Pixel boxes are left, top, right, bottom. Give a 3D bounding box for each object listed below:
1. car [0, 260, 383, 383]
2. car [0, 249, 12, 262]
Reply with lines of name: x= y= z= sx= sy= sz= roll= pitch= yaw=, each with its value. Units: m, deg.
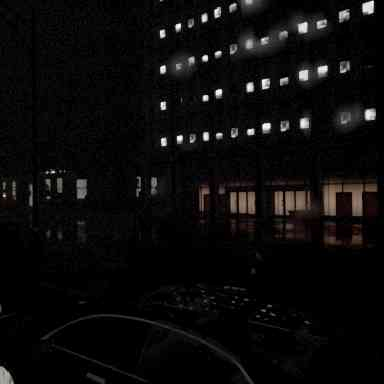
car: x=-0.221 y=1.551 z=3.042 sx=4.403 sy=1.369 sz=2.008 roll=0 pitch=-1 yaw=35
car: x=-4.761 y=1.553 z=6.265 sx=4.403 sy=1.369 sz=2.008 roll=0 pitch=-1 yaw=35
